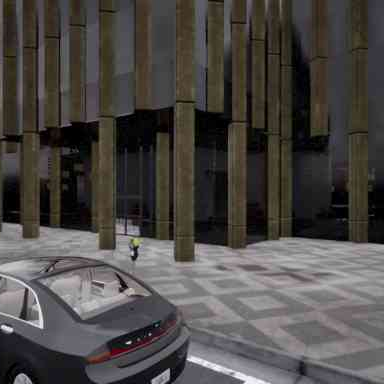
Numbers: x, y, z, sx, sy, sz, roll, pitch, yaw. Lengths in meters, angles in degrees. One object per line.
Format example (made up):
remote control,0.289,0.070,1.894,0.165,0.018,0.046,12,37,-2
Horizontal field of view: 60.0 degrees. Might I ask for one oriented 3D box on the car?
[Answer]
car,-2.075,1.551,4.429,4.403,1.369,2.008,0,0,35
